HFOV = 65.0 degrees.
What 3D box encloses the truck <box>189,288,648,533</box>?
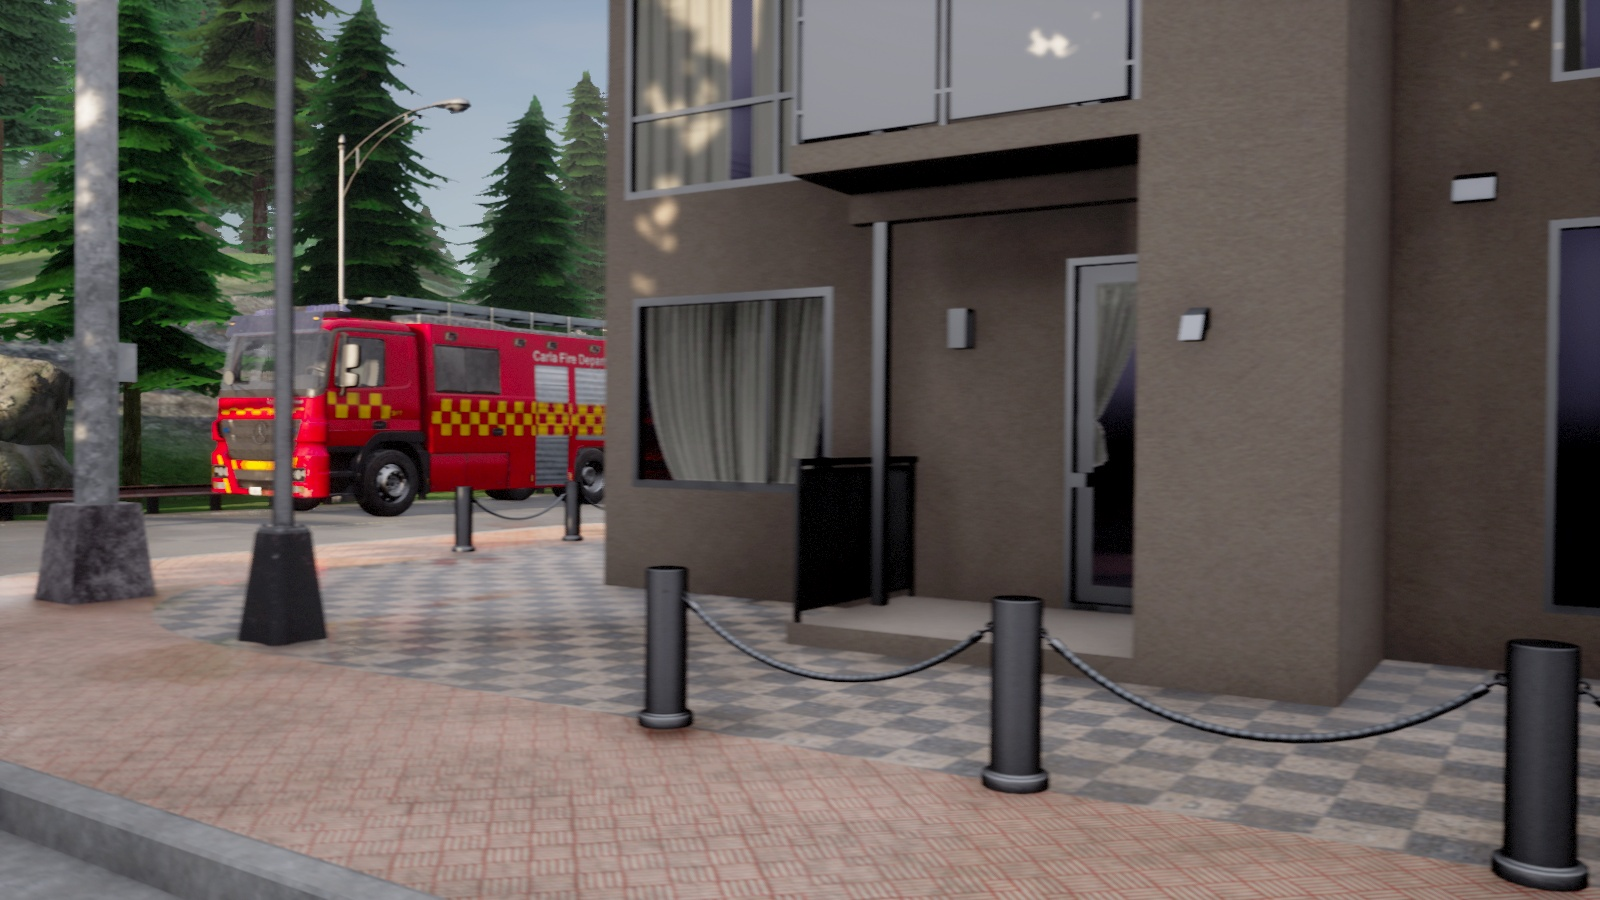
[{"bbox_3d":[-6.757,-0.684,23.941,2.891,3.827,8.468,0,1,33],"label":"truck"}]
